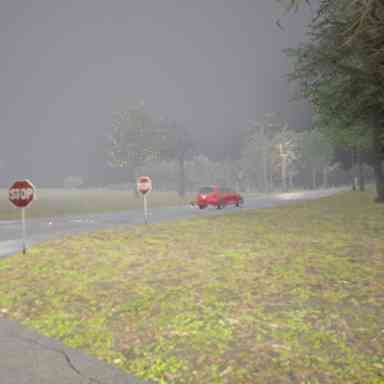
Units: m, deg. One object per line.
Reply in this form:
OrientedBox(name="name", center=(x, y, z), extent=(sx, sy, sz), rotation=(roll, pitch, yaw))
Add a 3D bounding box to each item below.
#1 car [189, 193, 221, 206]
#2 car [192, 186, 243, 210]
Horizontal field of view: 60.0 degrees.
OrientedBox(name="car", center=(1.696, 0.907, 40.991), extent=(1.994, 1.385, 4.181), rotation=(-3, 0, 34))
OrientedBox(name="car", center=(2.518, 0.493, 29.854), extent=(2.150, 2.045, 5.566), rotation=(-3, 0, 35))
